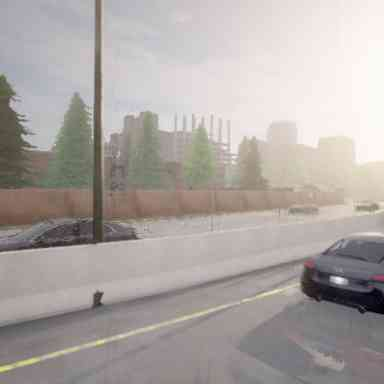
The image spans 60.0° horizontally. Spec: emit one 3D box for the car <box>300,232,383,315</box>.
[{"bbox_3d":[4.248,1.600,7.392,4.181,1.385,1.994,0,0,-40],"label":"car"}]

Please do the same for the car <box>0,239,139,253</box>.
[{"bbox_3d":[-3.944,1.551,9.945,4.892,1.490,1.837,0,0,-38],"label":"car"}]
